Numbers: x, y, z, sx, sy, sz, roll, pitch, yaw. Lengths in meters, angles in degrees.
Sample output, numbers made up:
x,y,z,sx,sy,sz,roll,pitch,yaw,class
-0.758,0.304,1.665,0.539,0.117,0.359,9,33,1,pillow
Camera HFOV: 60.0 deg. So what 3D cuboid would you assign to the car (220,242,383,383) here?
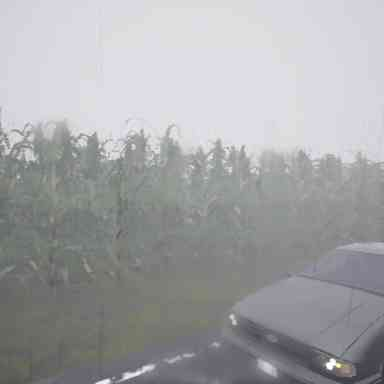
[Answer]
x,y,z,sx,sy,sz,roll,pitch,yaw,class
2.996,1.553,5.212,5.357,1.411,2.033,0,0,-35,car
